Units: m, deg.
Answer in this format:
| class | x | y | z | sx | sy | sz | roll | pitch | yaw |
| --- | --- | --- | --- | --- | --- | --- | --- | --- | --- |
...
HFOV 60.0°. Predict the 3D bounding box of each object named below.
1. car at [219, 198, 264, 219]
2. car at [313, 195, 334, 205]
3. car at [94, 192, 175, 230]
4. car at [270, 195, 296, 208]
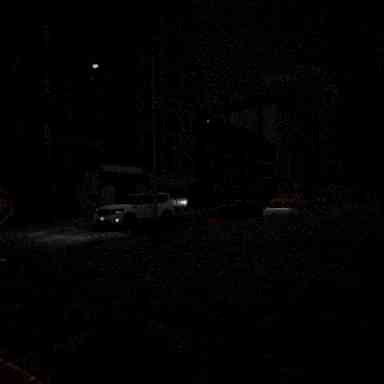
| class | x | y | z | sx | sy | sz | roll | pitch | yaw |
| --- | --- | --- | --- | --- | --- | --- | --- | --- | --- |
| car | 3.955 | 1.173 | 25.763 | 1.882 | 1.535 | 5.008 | -2 | 0 | 35 |
| car | 18.505 | 1.145 | 46.726 | 2.033 | 1.411 | 5.357 | -2 | -1 | 35 |
| car | -3.304 | 1.068 | 20.304 | 2.150 | 2.045 | 5.566 | -2 | 0 | 35 |
| car | 11.349 | 1.150 | 41.332 | 1.882 | 1.535 | 5.008 | -2 | -1 | 35 |
